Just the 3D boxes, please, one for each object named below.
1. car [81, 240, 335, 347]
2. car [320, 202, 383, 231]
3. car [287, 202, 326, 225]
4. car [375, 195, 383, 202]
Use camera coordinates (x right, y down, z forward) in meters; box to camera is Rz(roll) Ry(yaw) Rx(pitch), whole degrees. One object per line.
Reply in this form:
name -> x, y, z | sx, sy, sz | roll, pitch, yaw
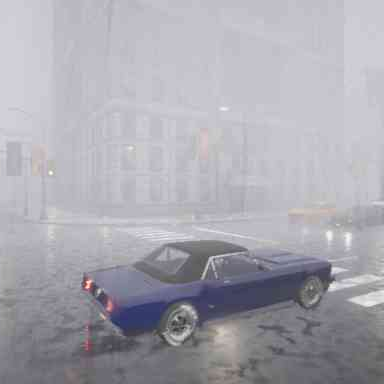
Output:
car -> 0.520, 1.598, 6.290 | 4.718, 1.301, 1.895 | 0, 0, -31
car -> 10.839, 1.547, 20.935 | 5.357, 1.411, 2.033 | 0, 0, -32
car -> 9.031, 1.478, 23.928 | 5.008, 1.535, 1.882 | 0, 0, -31
car -> 17.732, 1.221, 29.208 | 5.566, 2.045, 2.150 | 0, 0, -31
